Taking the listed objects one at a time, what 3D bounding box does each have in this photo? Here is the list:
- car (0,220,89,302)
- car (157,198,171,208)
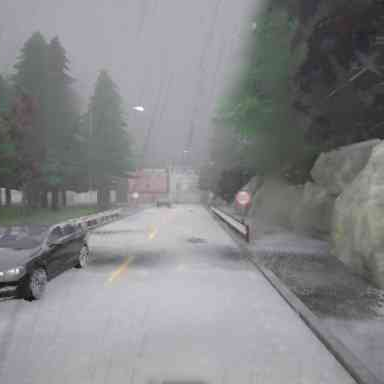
[{"bbox_3d":[-4.094,1.517,8.439,2.128,1.511,4.902,0,0,0],"label":"car"},{"bbox_3d":[-4.201,1.621,50.085,1.882,1.535,5.008,0,0,0],"label":"car"}]
